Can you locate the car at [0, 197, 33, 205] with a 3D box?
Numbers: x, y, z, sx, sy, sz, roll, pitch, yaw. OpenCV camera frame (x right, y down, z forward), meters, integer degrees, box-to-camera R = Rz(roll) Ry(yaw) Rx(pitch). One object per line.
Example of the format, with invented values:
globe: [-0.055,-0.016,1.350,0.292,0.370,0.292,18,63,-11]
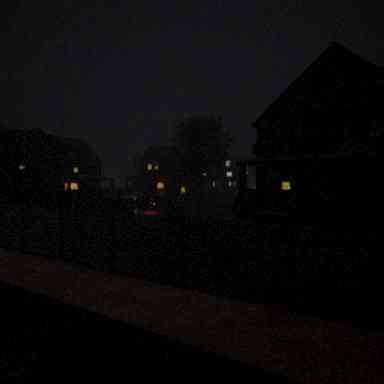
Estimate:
car: [-12.091,1.035,21.484,1.994,1.385,4.181,2,2,36]

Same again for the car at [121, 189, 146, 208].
car: [-4.760,0.523,31.855,2.097,1.767,4.553,2,2,35]

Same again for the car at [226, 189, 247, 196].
car: [6.889,0.251,48.174,2.033,1.411,5.357,2,2,36]

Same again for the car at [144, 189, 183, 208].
car: [-1.865,0.726,30.878,1.837,1.490,4.892,2,2,35]
